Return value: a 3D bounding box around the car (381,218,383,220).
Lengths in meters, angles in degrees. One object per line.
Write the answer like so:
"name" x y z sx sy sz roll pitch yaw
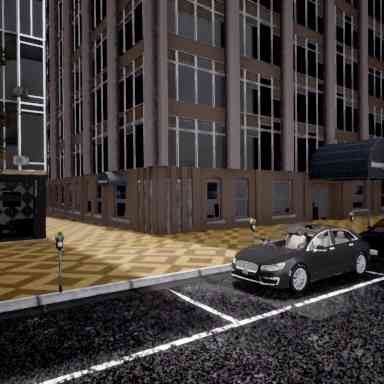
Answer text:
"car" 7.588 1.564 11.999 4.313 1.339 1.947 0 -1 -36

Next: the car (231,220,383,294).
"car" 2.964 1.550 8.694 4.403 1.369 2.008 0 -1 -36
